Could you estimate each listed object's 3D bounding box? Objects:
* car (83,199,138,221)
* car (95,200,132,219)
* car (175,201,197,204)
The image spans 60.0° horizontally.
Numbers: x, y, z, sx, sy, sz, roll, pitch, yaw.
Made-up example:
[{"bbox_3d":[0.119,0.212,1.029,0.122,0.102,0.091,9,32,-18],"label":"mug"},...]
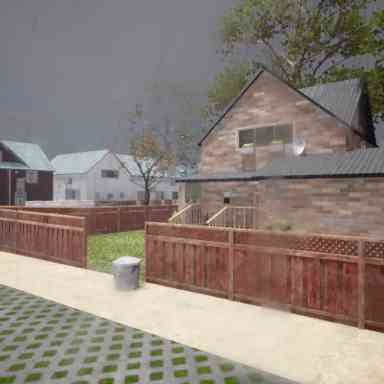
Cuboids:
[{"bbox_3d":[-7.410,1.566,30.615,2.097,1.767,4.553,0,0,37],"label":"car"},{"bbox_3d":[-6.296,1.690,27.177,2.128,1.511,4.902,0,0,37],"label":"car"},{"bbox_3d":[-1.000,1.807,39.172,2.128,1.511,4.902,0,0,37],"label":"car"}]
